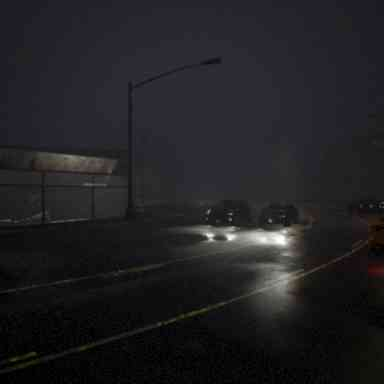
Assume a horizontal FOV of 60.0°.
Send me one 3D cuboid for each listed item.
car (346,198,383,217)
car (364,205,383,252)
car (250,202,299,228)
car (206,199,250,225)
[{"bbox_3d":[15.952,1.296,30.914,2.097,1.767,4.553,0,0,11],"label":"car"},{"bbox_3d":[8.309,1.452,12.947,1.882,1.535,5.008,0,0,37],"label":"car"},{"bbox_3d":[5.837,1.461,22.072,2.128,1.511,4.902,0,0,28],"label":"car"},{"bbox_3d":[2.723,1.323,23.677,2.097,1.767,4.553,0,0,28],"label":"car"}]
